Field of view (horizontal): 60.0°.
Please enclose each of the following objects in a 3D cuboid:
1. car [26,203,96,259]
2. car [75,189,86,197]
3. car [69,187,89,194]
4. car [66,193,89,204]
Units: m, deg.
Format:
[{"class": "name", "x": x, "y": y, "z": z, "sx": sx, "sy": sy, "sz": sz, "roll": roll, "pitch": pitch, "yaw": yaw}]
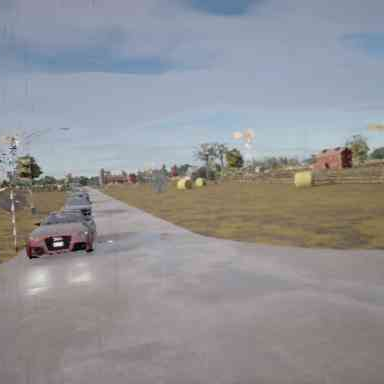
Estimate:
[{"class": "car", "x": -4.640, "y": 1.396, "z": 12.244, "sx": 1.994, "sy": 1.385, "sz": 4.181, "roll": -4, "pitch": 2, "yaw": -14}, {"class": "car", "x": -21.952, "y": 0.131, "z": 65.502, "sx": 1.812, "sy": 1.442, "sz": 4.674, "roll": -5, "pitch": 3, "yaw": -18}, {"class": "car", "x": -14.379, "y": 0.406, "z": 42.511, "sx": 2.150, "sy": 2.045, "sz": 5.566, "roll": -5, "pitch": 3, "yaw": -18}, {"class": "car", "x": -8.668, "y": 1.106, "z": 25.287, "sx": 2.033, "sy": 1.411, "sz": 5.357, "roll": -5, "pitch": 3, "yaw": -18}]
